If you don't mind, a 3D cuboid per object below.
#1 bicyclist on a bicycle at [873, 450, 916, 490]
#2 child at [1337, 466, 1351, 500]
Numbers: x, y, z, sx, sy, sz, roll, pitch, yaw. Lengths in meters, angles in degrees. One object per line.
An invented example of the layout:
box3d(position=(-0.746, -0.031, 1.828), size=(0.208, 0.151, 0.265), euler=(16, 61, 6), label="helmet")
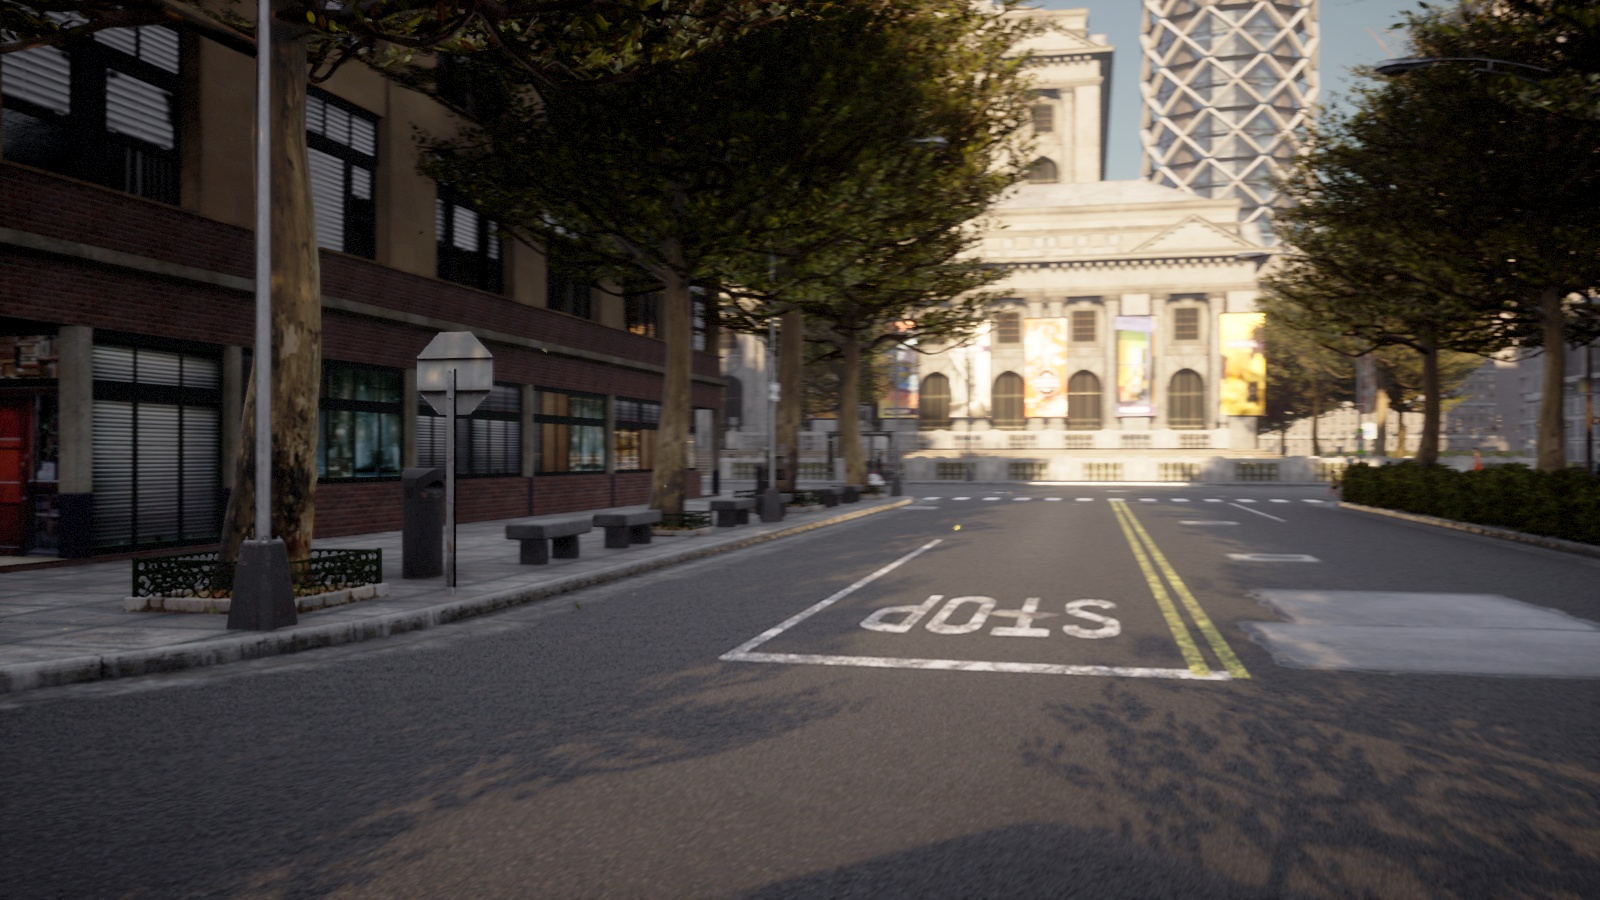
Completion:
box3d(position=(4.269, 0.905, 56.638), size=(1.843, 1.776, 0.659), euler=(-1, 0, 14), label="bicyclist on a bicycle")
box3d(position=(17.927, 1.079, 41.366), size=(0.394, 1.110, 0.255), euler=(0, 0, 25), label="child")
